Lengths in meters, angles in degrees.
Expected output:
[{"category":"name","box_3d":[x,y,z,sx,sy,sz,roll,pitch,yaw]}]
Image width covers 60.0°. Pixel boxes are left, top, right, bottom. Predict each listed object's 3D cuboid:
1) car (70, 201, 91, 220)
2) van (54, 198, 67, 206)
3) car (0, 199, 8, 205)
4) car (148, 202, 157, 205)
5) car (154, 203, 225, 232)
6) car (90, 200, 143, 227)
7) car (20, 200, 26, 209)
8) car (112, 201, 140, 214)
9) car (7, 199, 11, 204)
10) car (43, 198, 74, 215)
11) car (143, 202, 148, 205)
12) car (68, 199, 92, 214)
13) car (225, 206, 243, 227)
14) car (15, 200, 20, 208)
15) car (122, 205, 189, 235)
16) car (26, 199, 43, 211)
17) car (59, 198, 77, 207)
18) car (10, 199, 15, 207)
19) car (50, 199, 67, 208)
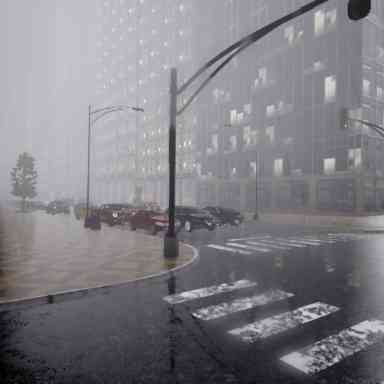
[{"category":"car","box_3d":[-8.681,1.713,28.544,1.752,1.417,4.829,1,-1,-35]},{"category":"van","box_3d":[-27.993,2.117,70.735,1.690,1.788,3.998,1,-1,-35]},{"category":"car","box_3d":[-41.378,2.288,75.238,2.008,1.369,4.403,1,-1,-35]},{"category":"car","box_3d":[-5.174,1.833,38.145,1.967,1.590,4.097,1,-1,-35]},{"category":"car","box_3d":[-0.312,1.634,21.119,1.837,1.490,4.892,1,-1,-33]},{"category":"car","box_3d":[-5.519,1.575,24.029,1.967,1.590,4.097,1,-1,-35]},{"category":"car","box_3d":[-25.078,2.029,51.960,1.947,1.339,4.313,1,-1,-35]},{"category":"car","box_3d":[-8.531,1.974,42.938,1.752,1.417,4.829,1,-1,-35]},{"category":"car","box_3d":[-34.858,2.209,65.927,1.802,1.307,4.206,1,-1,-35]},{"category":"car","box_3d":[-15.299,1.739,37.995,1.967,1.590,4.097,1,-1,-35]},{"category":"car","box_3d":[-6.077,1.731,29.356,1.837,1.490,4.892,1,-1,-35]},{"category":"car","box_3d":[-11.997,1.817,37.830,2.128,1.511,4.902,1,-1,-35]},{"category":"car","box_3d":[1.587,1.705,23.984,1.837,1.490,4.892,1,-1,-35]},{"category":"car","box_3d":[-28.338,2.063,56.616,1.887,1.381,4.507,1,-1,-35]},{"category":"car","box_3d":[-2.259,1.662,19.371,1.802,1.307,4.206,1,-1,-35]},{"category":"car","box_3d":[-21.818,1.959,47.305,2.008,1.369,4.403,1,-1,-35]},{"category":"car","box_3d":[-24.733,2.036,66.079,2.192,1.841,5.009,1,-1,-35]},{"category":"car","box_3d":[-31.599,2.123,61.271,2.008,1.369,4.403,1,-1,-35]},{"category":"car","box_3d":[-24.653,2.143,61.461,1.837,1.490,4.892,1,-1,-35]}]
